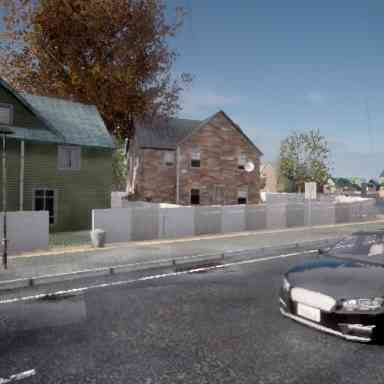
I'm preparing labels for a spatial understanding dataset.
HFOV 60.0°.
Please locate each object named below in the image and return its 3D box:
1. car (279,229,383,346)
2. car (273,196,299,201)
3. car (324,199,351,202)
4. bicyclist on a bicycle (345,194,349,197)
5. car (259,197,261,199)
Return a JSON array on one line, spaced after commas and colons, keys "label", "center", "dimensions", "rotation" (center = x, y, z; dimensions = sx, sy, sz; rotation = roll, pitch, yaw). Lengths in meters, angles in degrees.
[{"label": "car", "center": [3.715, 1.496, 6.246], "dimensions": [4.902, 1.511, 2.128], "rotation": [0, 0, -35]}, {"label": "car", "center": [12.923, 1.010, 46.171], "dimensions": [1.882, 1.535, 5.008], "rotation": [1, 0, -20]}, {"label": "car", "center": [16.237, 1.190, 36.845], "dimensions": [1.837, 1.490, 4.892], "rotation": [1, 1, -20]}, {"label": "bicyclist on a bicycle", "center": [20.152, 1.036, 43.350], "dimensions": [1.656, 1.620, 0.582], "rotation": [1, 0, -20]}, {"label": "car", "center": [9.616, 0.978, 55.496], "dimensions": [1.895, 1.301, 4.718], "rotation": [1, 0, -19]}]
